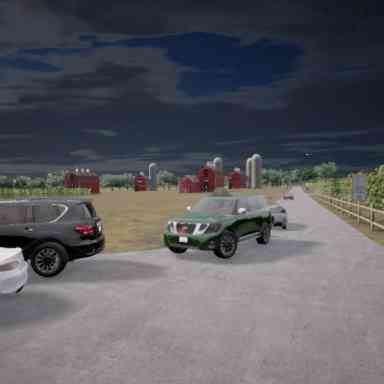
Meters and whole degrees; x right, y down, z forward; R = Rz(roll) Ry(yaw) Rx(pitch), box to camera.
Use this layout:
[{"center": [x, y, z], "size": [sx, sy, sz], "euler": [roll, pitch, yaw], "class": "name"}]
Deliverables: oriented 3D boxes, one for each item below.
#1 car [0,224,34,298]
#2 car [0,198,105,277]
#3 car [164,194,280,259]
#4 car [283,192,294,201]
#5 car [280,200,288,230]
[{"center": [-5.654, 1.615, 6.179], "size": [4.674, 1.442, 1.812], "euler": [-2, 1, -22], "class": "car"}, {"center": [-5.390, 1.231, 9.622], "size": [5.566, 2.045, 2.150], "euler": [-1, 1, -4], "class": "car"}, {"center": [1.266, 1.114, 12.711], "size": [2.150, 2.045, 5.566], "euler": [0, 0, 34], "class": "car"}, {"center": [18.440, 0.818, 63.553], "size": [1.882, 1.535, 5.008], "euler": [0, 1, 18], "class": "car"}, {"center": [4.601, 1.381, 19.709], "size": [1.994, 1.385, 4.181], "euler": [0, 0, 17], "class": "car"}]
